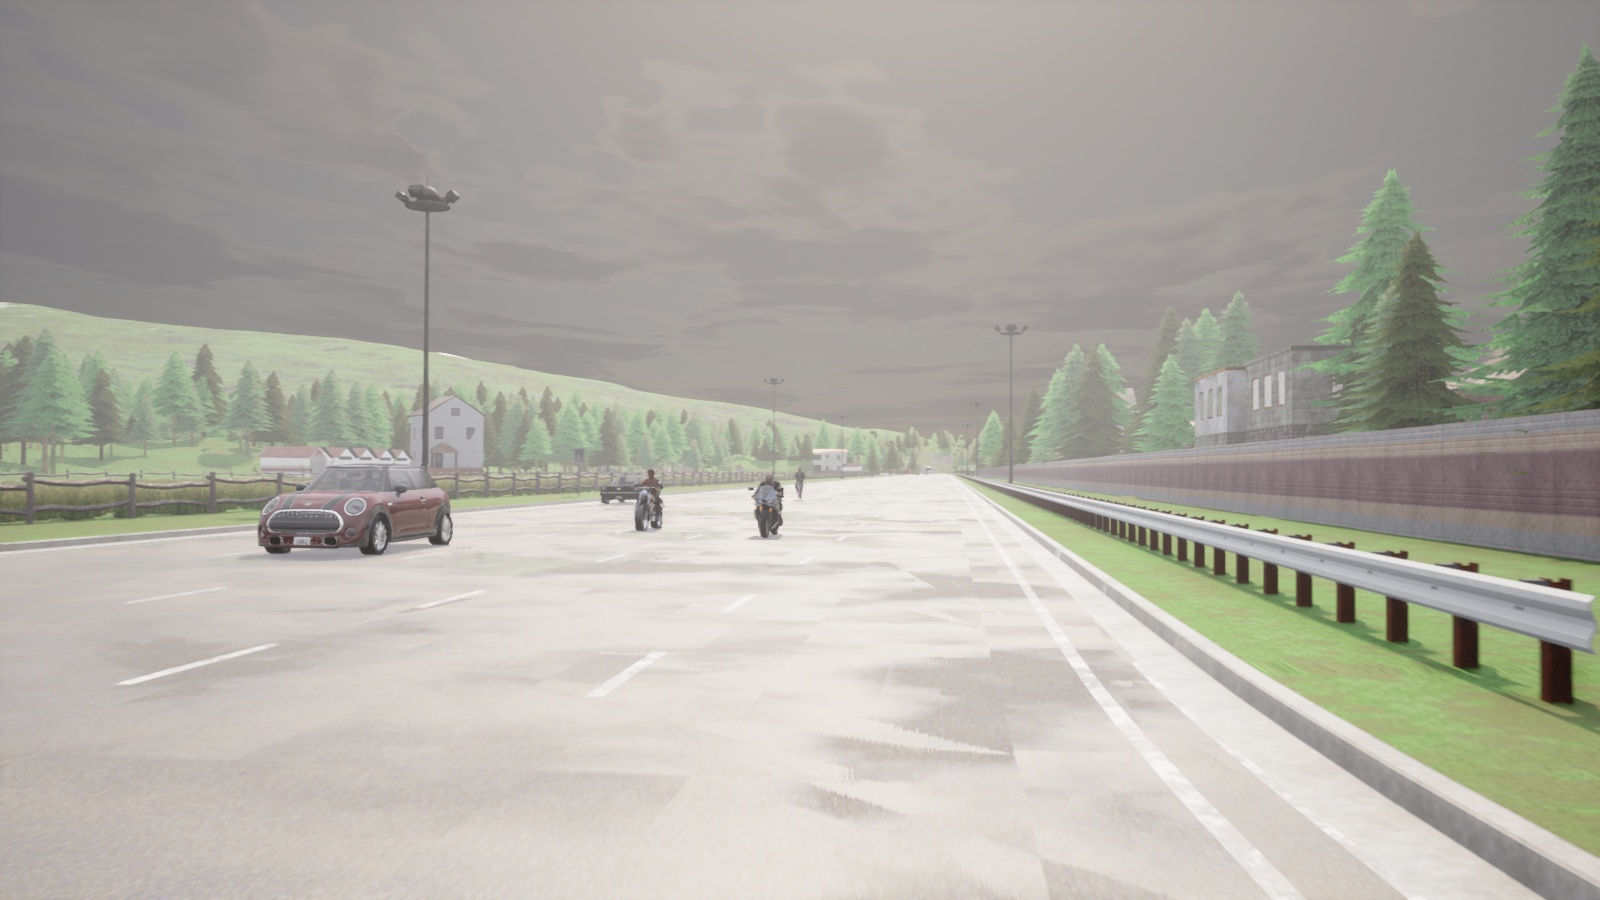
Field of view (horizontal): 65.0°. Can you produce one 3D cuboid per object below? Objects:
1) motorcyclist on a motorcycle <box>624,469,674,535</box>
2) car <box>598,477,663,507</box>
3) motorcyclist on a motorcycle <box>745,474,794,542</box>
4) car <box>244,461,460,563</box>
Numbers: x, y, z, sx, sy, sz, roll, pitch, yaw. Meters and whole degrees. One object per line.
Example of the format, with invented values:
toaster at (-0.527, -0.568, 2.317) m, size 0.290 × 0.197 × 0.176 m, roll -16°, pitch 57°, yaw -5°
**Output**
motorcyclist on a motorcycle at (-3.899, 1.326, 32.649) m, size 0.766 × 1.649 × 2.350 m, roll 0°, pitch -1°, yaw 7°
car at (-7.877, 1.926, 58.695) m, size 1.895 × 1.301 × 4.718 m, roll 0°, pitch -1°, yaw 7°
motorcyclist on a motorcycle at (-0.703, 1.351, 29.861) m, size 0.866 × 1.530 × 2.191 m, roll 0°, pitch -1°, yaw 7°
car at (-8.426, 1.109, 24.148) m, size 2.097 × 1.767 × 4.553 m, roll 0°, pitch -1°, yaw 7°
